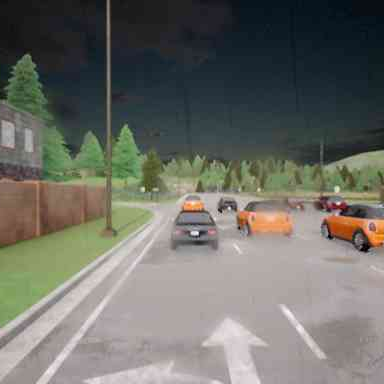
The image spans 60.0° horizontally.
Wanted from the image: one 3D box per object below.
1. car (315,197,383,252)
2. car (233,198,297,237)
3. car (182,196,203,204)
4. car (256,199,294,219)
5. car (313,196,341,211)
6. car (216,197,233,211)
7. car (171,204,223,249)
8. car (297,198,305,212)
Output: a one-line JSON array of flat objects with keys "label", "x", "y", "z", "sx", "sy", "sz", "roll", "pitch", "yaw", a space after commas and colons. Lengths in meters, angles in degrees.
[{"label": "car", "x": 7.095, "y": 1.276, "z": 13.695, "sx": 2.097, "sy": 1.767, "sz": 4.553, "roll": 0, "pitch": 0, "yaw": 0}, {"label": "car", "x": 3.597, "y": 1.254, "z": 17.330, "sx": 2.097, "sy": 1.767, "sz": 4.553, "roll": 0, "pitch": 0, "yaw": 0}, {"label": "car", "x": 0.097, "y": 1.160, "z": 34.152, "sx": 2.097, "sy": 1.767, "sz": 4.553, "roll": 0, "pitch": 0, "yaw": 0}, {"label": "car", "x": 7.097, "y": 1.384, "z": 29.014, "sx": 2.033, "sy": 1.411, "sz": 5.357, "roll": 0, "pitch": 0, "yaw": 0}, {"label": "car", "x": 14.098, "y": 1.159, "z": 34.154, "sx": 2.097, "sy": 1.767, "sz": 4.553, "roll": 0, "pitch": 0, "yaw": 0}, {"label": "car", "x": 3.598, "y": 1.310, "z": 34.549, "sx": 1.837, "sy": 1.490, "sz": 4.892, "roll": 0, "pitch": 0, "yaw": 0}, {"label": "car", "x": 0.097, "y": 1.468, "z": 14.091, "sx": 2.033, "sy": 1.411, "sz": 5.357, "roll": 0, "pitch": 0, "yaw": 0}, {"label": "car", "x": 10.598, "y": 1.326, "z": 35.470, "sx": 1.812, "sy": 1.442, "sz": 4.674, "roll": 0, "pitch": 0, "yaw": 0}]
